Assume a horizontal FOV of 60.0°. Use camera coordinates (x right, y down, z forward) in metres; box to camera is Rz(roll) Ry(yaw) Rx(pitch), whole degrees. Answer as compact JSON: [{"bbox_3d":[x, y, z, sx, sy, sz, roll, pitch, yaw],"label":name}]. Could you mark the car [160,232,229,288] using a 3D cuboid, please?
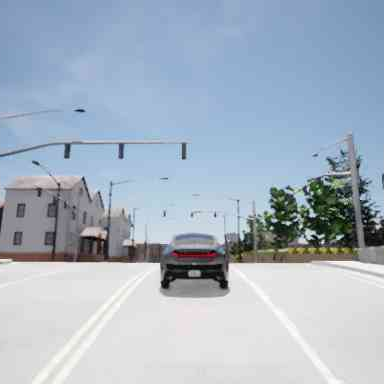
[{"bbox_3d":[0.071,2.072,10.609,1.837,1.490,4.892,0,-7,0],"label":"car"}]
